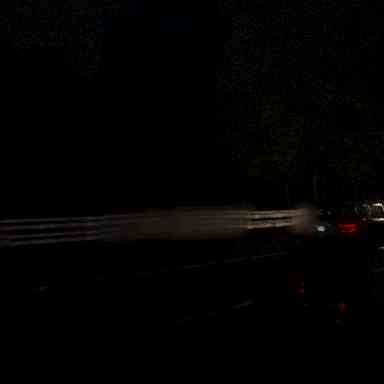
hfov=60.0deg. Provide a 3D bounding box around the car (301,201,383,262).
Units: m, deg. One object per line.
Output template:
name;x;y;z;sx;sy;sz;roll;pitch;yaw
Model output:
car;6.574;1.352;12.840;5.566;2.045;2.150;0;0;-35
